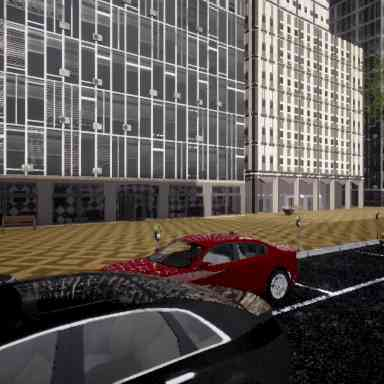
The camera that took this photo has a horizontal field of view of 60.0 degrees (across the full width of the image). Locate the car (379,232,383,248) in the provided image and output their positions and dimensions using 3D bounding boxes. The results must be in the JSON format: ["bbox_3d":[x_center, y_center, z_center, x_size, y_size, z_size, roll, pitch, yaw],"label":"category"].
[{"bbox_3d":[9.125,1.529,13.038,4.829,1.417,1.752,0,0,-35],"label":"car"}]

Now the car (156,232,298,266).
[{"bbox_3d":[0.244,1.545,6.726,4.507,1.381,1.887,0,0,-35],"label":"car"}]

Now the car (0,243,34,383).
[{"bbox_3d":[-4.265,1.551,3.520,4.403,1.369,2.008,0,0,-35],"label":"car"}]

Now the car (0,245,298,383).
[{"bbox_3d":[-1.331,1.505,2.428,4.892,1.490,1.837,0,0,-35],"label":"car"}]
